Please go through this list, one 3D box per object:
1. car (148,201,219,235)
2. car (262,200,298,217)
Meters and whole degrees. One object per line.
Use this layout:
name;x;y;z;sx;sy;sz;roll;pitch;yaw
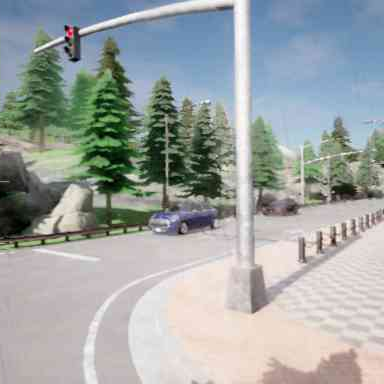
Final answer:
car;-0.379;1.347;18.933;2.097;1.767;4.553;-1;0;38
car;7.836;1.411;29.504;1.994;1.385;4.181;-1;0;38
